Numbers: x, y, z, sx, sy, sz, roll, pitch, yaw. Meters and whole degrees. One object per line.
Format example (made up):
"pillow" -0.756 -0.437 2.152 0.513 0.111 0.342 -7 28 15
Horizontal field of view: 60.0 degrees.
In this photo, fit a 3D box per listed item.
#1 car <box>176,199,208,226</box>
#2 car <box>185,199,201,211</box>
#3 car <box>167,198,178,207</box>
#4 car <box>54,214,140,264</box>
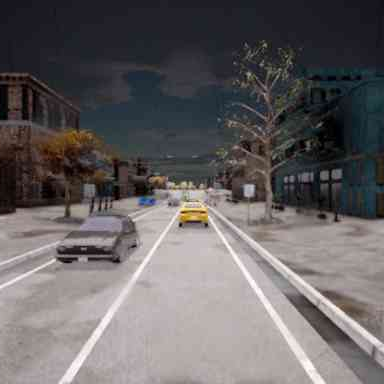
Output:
"car" 0.096 1.471 23.410 1.882 1.535 5.008 0 0 0
"car" 0.092 1.582 41.966 1.994 1.385 4.181 0 -1 0
"car" -3.062 1.698 55.192 1.837 1.490 4.892 0 0 0
"car" -3.103 1.544 12.131 2.033 1.411 5.357 0 0 0
